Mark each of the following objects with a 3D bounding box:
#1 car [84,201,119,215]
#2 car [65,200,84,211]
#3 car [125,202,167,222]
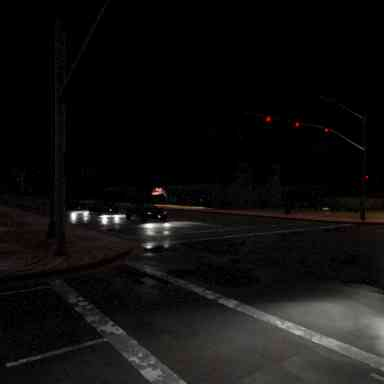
[{"bbox_3d":[-8.991,1.564,33.687,1.994,1.385,4.181,0,0,-35],"label":"car"},{"bbox_3d":[-14.829,1.601,41.896,1.895,1.301,4.718,0,0,-35],"label":"car"},{"bbox_3d":[-3.760,1.526,26.371,1.812,1.442,4.674,0,0,-36],"label":"car"}]
